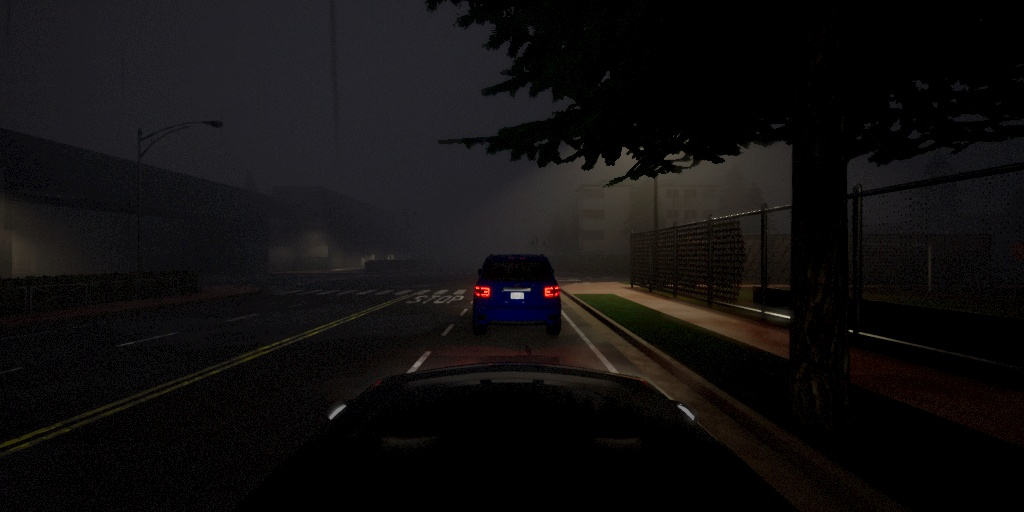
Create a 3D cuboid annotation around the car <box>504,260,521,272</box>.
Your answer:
[{"bbox_3d":[0.068,1.242,46.451,2.128,1.511,4.902,0,0,-1],"label":"car"}]

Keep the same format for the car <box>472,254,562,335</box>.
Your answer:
[{"bbox_3d":[0.125,0.972,10.609,2.150,2.045,5.566,0,0,0],"label":"car"}]
